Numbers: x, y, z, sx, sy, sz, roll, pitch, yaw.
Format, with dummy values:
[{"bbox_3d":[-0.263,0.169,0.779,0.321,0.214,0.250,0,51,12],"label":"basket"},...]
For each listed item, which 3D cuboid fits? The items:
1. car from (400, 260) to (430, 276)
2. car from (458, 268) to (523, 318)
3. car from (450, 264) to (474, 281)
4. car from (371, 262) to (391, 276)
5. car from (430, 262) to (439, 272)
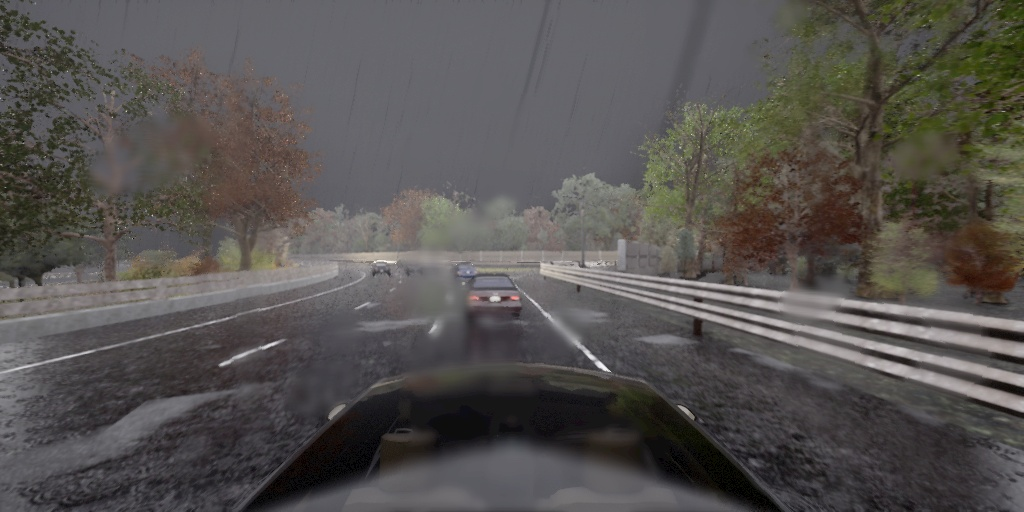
[{"bbox_3d":[-11.039,1.399,40.527,2.128,1.511,4.902,0,0,-21],"label":"car"},{"bbox_3d":[-0.782,1.339,13.215,2.033,1.411,5.357,0,0,-7],"label":"car"},{"bbox_3d":[-4.259,1.410,31.477,2.033,1.411,5.357,0,0,-16],"label":"car"},{"bbox_3d":[-14.880,1.442,40.740,1.812,1.442,4.674,0,0,-22],"label":"car"},{"bbox_3d":[-11.721,1.491,50.649,2.033,1.411,5.357,0,0,-26],"label":"car"}]
